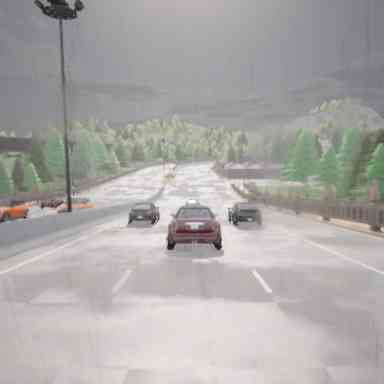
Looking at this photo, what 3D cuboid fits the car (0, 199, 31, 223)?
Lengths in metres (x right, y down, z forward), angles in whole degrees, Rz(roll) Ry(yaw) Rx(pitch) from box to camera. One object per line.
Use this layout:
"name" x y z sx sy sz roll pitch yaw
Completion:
"car" -14.032 1.313 24.823 2.097 1.767 4.553 0 0 0

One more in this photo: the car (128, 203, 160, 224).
"car" -3.405 1.489 24.152 1.812 1.442 4.674 0 0 0

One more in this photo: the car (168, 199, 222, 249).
"car" 0.097 1.331 14.674 2.097 1.767 4.553 0 0 0

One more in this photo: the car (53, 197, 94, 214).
"car" -10.517 1.304 30.463 2.097 1.767 4.553 0 0 0

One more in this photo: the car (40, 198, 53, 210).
"car" -17.509 1.447 42.305 1.895 1.301 4.718 0 0 0

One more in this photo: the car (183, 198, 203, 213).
"car" 0.092 1.487 37.550 2.033 1.411 5.357 0 0 0

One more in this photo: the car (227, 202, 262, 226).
"car" 3.595 1.468 23.136 1.837 1.490 4.892 0 0 0
